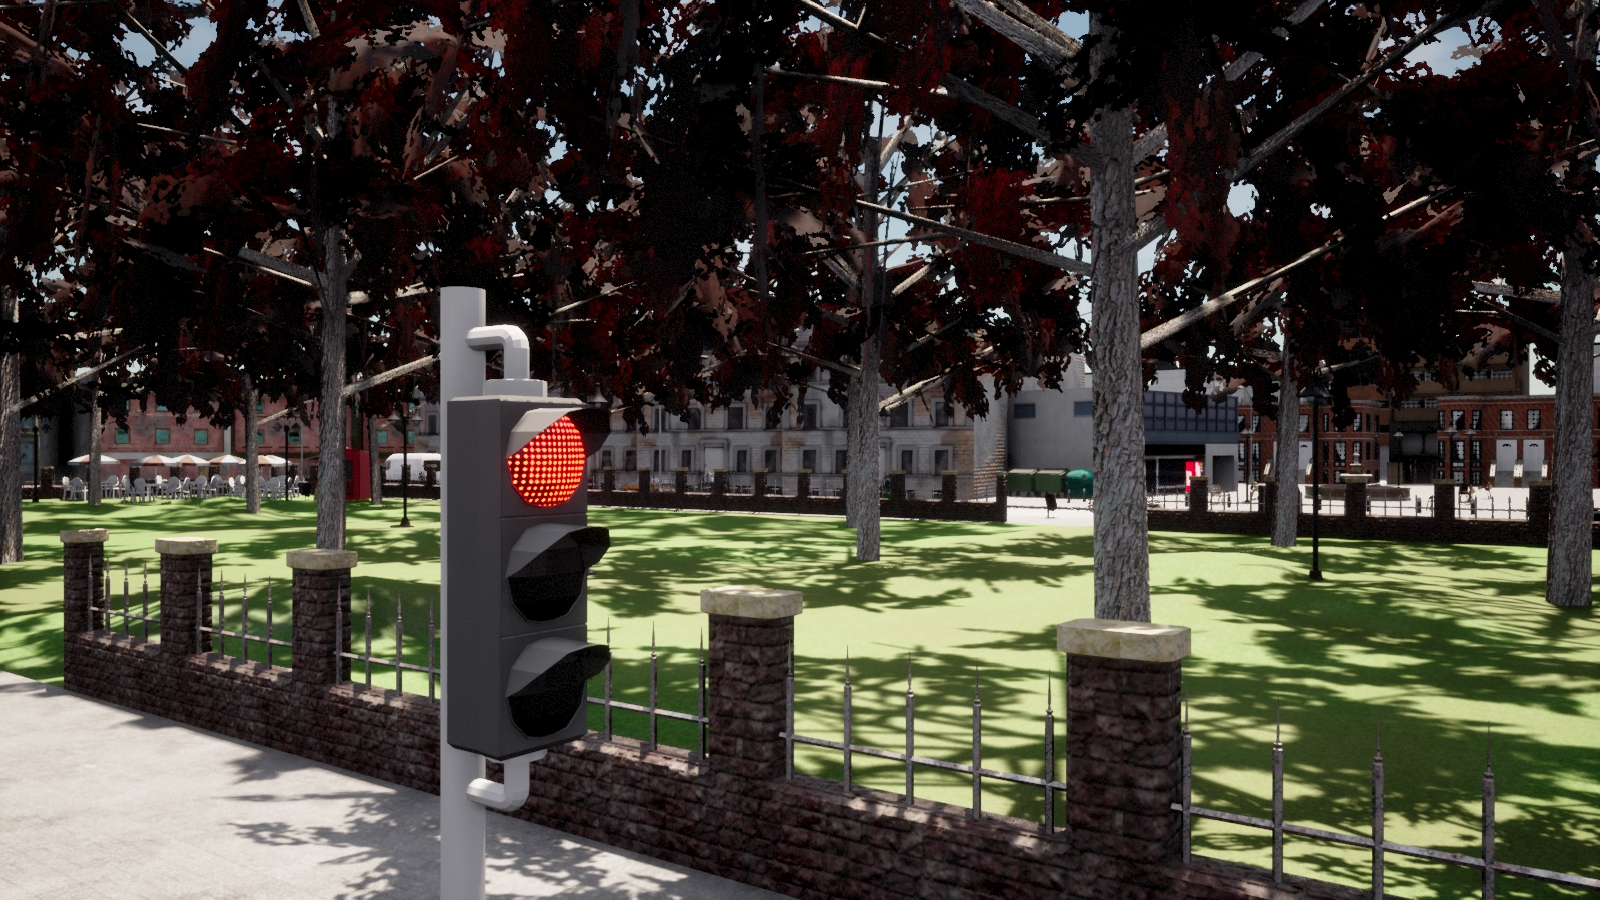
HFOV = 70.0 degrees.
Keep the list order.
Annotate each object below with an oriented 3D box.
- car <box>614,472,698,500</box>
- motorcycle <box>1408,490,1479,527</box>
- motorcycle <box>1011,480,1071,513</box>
[{"bbox_3d":[-7.712,1.898,61.034,4.181,1.385,1.994,0,0,36],"label":"car"},{"bbox_3d":[22.147,1.992,39.318,2.033,1.145,0.803,1,0,36],"label":"motorcycle"},{"bbox_3d":[10.133,1.950,48.063,2.356,1.277,0.764,0,0,36],"label":"motorcycle"}]
